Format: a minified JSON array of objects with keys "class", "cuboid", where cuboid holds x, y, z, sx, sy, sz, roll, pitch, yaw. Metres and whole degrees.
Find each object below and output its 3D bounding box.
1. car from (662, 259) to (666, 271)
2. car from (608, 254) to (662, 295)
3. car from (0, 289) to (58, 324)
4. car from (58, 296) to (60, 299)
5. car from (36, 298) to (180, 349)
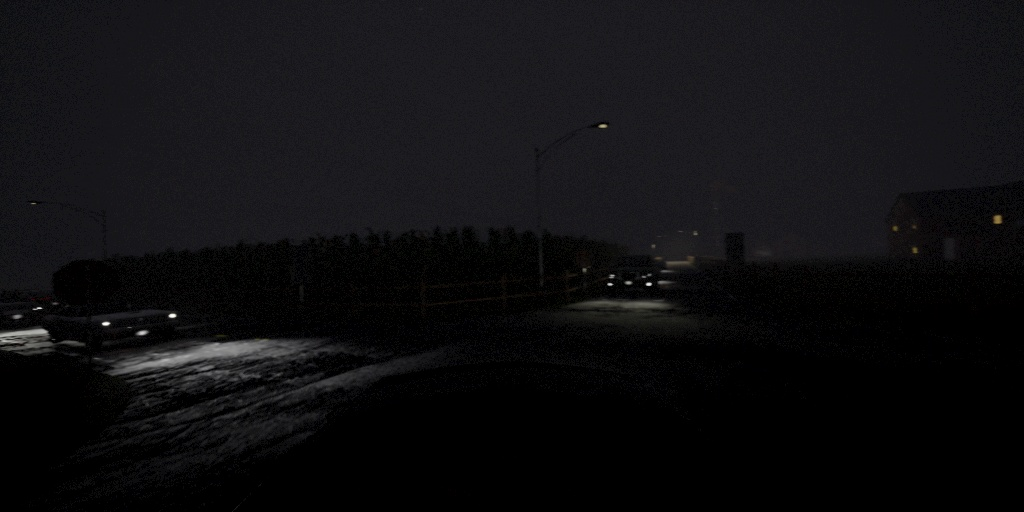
[{"class":"car","cuboid":[11.493,1.211,30.012,2.033,1.411,5.357,-2,-1,25]},{"class":"car","cuboid":[6.829,0.932,19.893,2.150,2.045,5.566,-2,-1,26]},{"class":"car","cuboid":[-23.993,2.519,16.840,4.902,1.511,2.128,-3,-1,26]},{"class":"car","cuboid":[-30.404,2.892,23.161,5.008,1.535,1.882,-3,-1,25]},{"class":"car","cuboid":[-12.932,2.063,11.563,4.718,1.301,1.895,-3,-1,25]}]
